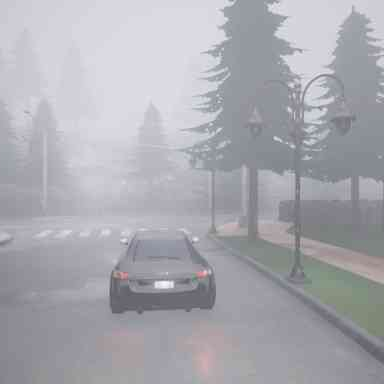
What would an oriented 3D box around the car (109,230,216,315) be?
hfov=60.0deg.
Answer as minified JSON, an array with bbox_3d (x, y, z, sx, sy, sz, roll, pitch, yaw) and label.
[{"bbox_3d":[-0.725,1.564,7.709,1.994,1.385,4.181,0,0,-7],"label":"car"}]
